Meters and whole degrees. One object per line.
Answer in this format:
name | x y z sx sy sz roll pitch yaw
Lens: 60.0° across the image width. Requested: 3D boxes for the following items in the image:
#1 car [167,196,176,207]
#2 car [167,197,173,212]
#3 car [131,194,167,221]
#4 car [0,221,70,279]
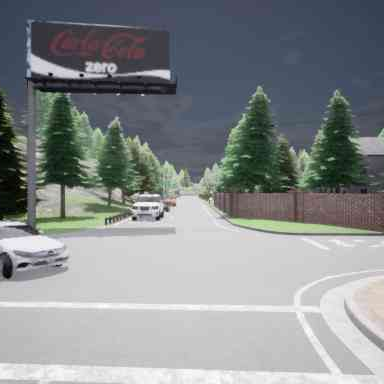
car | -3.557 1.351 51.665 2.097 1.767 4.553 0 0 0
car | -3.579 1.564 38.036 1.994 1.385 4.181 0 0 0
car | -3.593 1.221 27.840 2.150 2.045 5.566 0 0 0
car | -6.004 1.694 10.802 4.674 1.442 1.812 0 -1 32
